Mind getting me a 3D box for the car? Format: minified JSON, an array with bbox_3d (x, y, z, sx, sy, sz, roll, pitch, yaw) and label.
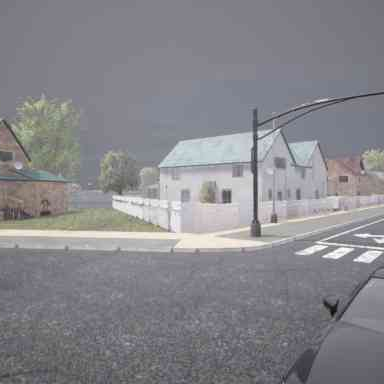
[{"bbox_3d":[2.531,1.524,3.416,1.812,1.442,4.674,0,0,42],"label":"car"}]
